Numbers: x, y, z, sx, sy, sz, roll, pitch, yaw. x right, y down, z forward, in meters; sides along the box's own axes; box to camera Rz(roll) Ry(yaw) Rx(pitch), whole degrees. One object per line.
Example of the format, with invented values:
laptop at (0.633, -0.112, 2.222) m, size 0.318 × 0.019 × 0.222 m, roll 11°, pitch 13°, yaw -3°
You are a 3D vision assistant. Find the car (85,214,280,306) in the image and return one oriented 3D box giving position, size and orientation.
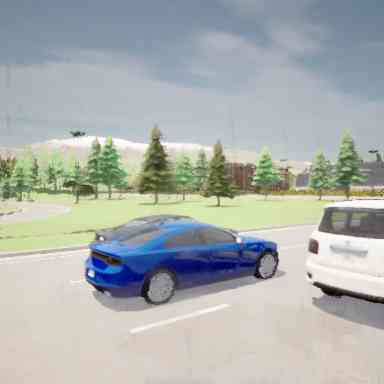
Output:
car at (0.020, 1.444, 8.058) m, size 5.008 × 1.535 × 1.882 m, roll -1°, pitch 0°, yaw -35°

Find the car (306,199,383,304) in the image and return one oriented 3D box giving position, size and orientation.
car at (4.816, 1.164, 7.180) m, size 5.566 × 2.045 × 2.150 m, roll -1°, pitch 0°, yaw -35°

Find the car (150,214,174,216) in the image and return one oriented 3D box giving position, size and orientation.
car at (-0.756, 1.502, 11.803) m, size 5.357 × 1.411 × 2.033 m, roll 0°, pitch 0°, yaw -35°
